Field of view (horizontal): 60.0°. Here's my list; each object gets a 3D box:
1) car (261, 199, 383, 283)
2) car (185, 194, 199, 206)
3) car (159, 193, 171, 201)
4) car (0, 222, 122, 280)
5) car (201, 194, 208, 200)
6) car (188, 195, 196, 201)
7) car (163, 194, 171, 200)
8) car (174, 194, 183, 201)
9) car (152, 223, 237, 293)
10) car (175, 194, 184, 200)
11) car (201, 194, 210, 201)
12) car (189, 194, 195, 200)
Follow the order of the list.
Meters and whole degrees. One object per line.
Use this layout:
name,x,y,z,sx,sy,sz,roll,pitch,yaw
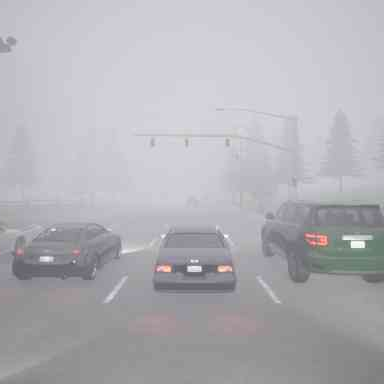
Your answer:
car,3.572,1.221,9.816,2.150,2.045,5.566,0,0,0
car,0.003,1.352,53.035,2.097,1.767,4.553,0,0,0
car,-6.992,1.217,83.708,2.150,2.045,5.566,0,0,0
car,-3.433,1.564,9.921,1.994,1.385,4.181,0,0,1
car,3.509,1.310,94.097,1.882,1.535,5.008,0,0,0
car,0.008,1.531,83.678,2.033,1.411,5.357,0,0,0
car,-6.991,1.385,94.098,1.994,1.385,4.181,0,0,0
car,-3.492,1.517,84.095,1.812,1.442,4.674,0,0,0
car,0.067,1.547,8.996,2.033,1.411,5.357,0,0,0
car,-3.491,1.358,94.098,2.128,1.511,4.902,0,0,0
car,3.508,1.492,83.677,1.837,1.490,4.892,0,0,0
car,0.009,1.310,94.098,1.882,1.535,5.008,0,0,0
